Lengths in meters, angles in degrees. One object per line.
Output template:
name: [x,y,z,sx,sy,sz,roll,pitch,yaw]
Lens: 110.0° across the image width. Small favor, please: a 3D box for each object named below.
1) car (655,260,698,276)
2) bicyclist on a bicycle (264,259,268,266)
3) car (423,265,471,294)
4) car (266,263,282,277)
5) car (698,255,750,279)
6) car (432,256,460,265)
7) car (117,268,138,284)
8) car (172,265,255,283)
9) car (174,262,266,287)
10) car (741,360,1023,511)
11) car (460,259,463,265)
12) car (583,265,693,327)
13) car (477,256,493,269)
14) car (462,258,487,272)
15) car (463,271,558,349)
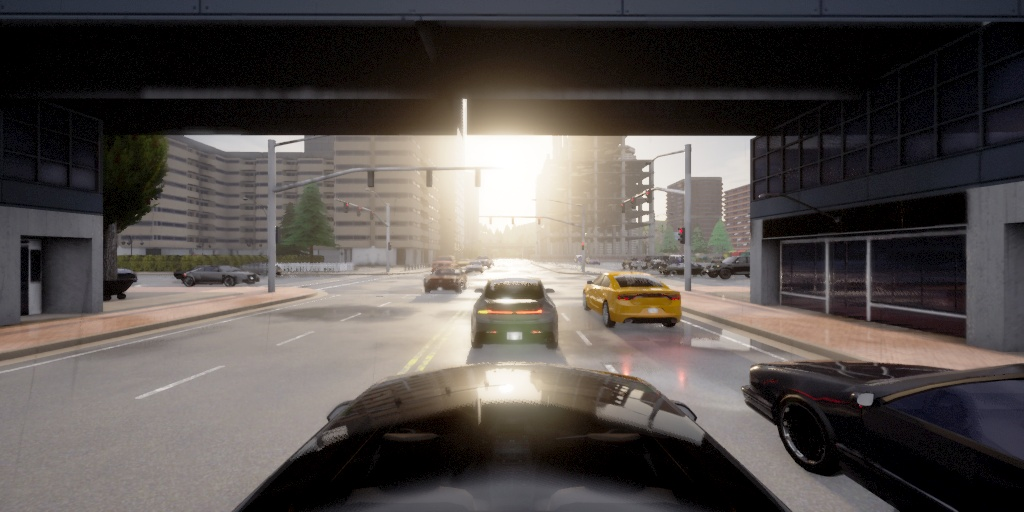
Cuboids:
car: [16.882,1.351,34.938,4.718,1.301,1.895,0,0,0]
bicyclist on a bicycle: [-26.006,1.051,38.419,0.582,1.620,1.656,0,0,0]
car: [-3.655,1.351,20.345,1.895,1.301,4.718,0,0,-1]
car: [-24.687,1.314,34.616,4.181,1.385,1.994,0,0,0]
car: [19.895,0.971,31.400,5.566,2.045,2.150,0,0,1]
car: [-7.963,0.971,42.621,2.150,2.045,5.566,0,0,0]
car: [-27.990,1.102,23.929,4.553,1.767,2.097,0,0,0]
car: [-22.758,1.351,27.451,4.718,1.301,1.895,0,0,0]
car: [-19.383,1.314,23.971,4.181,1.385,1.994,0,0,0]
car: [3.600,1.297,1.706,2.033,1.411,5.357,0,0,0]
car: [-8.069,1.227,60.741,1.882,1.535,5.008,0,0,0]
car: [3.575,1.228,11.533,1.882,1.535,5.008,0,0,0]
car: [-4.557,0.972,56.655,2.150,2.045,5.566,0,0,0]
car: [-4.242,1.297,41.247,2.033,1.411,5.357,0,0,-3]
car: [0.064,1.255,9.162,1.837,1.490,4.892,0,0,0]
